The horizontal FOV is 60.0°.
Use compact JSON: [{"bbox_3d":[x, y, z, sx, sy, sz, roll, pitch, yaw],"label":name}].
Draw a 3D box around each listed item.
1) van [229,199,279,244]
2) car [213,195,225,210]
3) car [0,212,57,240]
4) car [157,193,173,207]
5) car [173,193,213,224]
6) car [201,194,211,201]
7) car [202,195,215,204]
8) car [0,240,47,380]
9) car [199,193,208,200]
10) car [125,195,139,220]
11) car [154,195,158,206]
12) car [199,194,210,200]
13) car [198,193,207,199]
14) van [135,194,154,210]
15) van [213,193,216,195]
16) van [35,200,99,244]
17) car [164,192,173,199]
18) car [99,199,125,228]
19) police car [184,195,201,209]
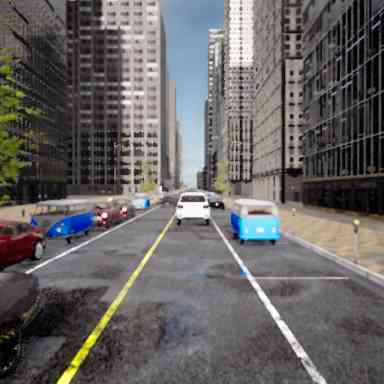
[{"bbox_3d":[2.686,1.251,14.939,1.690,1.788,3.998,0,0,0],"label":"van"},{"bbox_3d":[2.679,1.327,37.615,1.947,1.339,4.313,0,0,0],"label":"car"},{"bbox_3d":[-5.693,1.489,9.268,1.887,1.381,4.507,0,0,0],"label":"car"},{"bbox_3d":[-3.103,1.220,43.778,1.837,1.490,4.892,0,1,0],"label":"car"},{"bbox_3d":[0.084,1.079,23.414,2.150,2.045,5.566,0,1,0],"label":"car"},{"bbox_3d":[2.670,1.074,66.127,1.752,1.417,4.829,0,0,0],"label":"car"},{"bbox_3d":[2.674,1.202,54.620,1.947,1.339,4.313,0,0,0],"label":"car"},{"bbox_3d":[-3.100,1.531,2.686,2.033,1.411,5.357,0,0,0],"label":"car"},{"bbox_3d":[2.666,0.982,77.465,1.752,1.417,4.829,0,0,0],"label":"car"},{"bbox_3d":[-5.698,1.278,26.273,1.967,1.590,4.097,0,0,0],"label":"car"},{"bbox_3d":[-5.705,1.205,48.779,1.752,1.417,4.829,0,0,0],"label":"car"},{"bbox_3d":[2.668,1.056,71.625,2.008,1.369,4.403,0,0,0],"label":"car"},{"bbox_3d":[2.665,0.962,82.963,2.008,1.369,4.403,0,1,0],"label":"car"},{"bbox_3d":[-5.701,1.102,37.610,1.690,1.788,3.998,0,0,0],"label":"van"},{"bbox_3d":[2.676,1.020,48.950,1.690,1.788,3.998,0,0,0],"label":"van"},{"bbox_3d":[-5.694,1.251,14.936,1.690,1.788,3.998,0,0,0],"label":"van"},{"bbox_3d":[-5.715,0.851,82.958,1.967,1.590,4.097,0,0,0],"label":"car"},{"bbox_3d":[-5.696,1.315,20.605,1.967,1.590,4.097,0,0,0],"label":"car"},{"bbox_3d":[0.086,1.232,41.664,2.038,1.542,4.974,0,0,0],"label":"police car"}]
